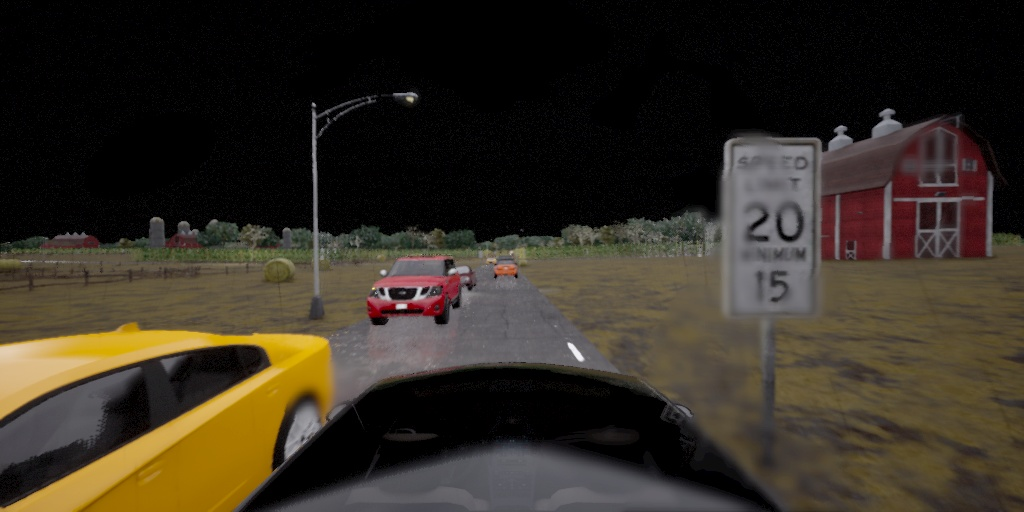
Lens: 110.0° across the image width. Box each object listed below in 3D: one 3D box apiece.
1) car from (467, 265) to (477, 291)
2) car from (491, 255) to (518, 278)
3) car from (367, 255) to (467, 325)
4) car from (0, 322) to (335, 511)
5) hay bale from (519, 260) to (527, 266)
[{"bbox_3d":[-3.224,1.287,22.145,1.812,1.442,4.674,-1,0,-1],"label":"car"},{"bbox_3d":[-0.553,1.054,33.095,2.097,1.767,4.553,-1,0,-1],"label":"car"},{"bbox_3d":[-3.037,0.996,12.358,2.150,2.045,5.566,-1,0,-2],"label":"car"},{"bbox_3d":[-2.815,1.264,1.833,1.882,1.535,5.008,-1,0,-1],"label":"car"},{"bbox_3d":[1.916,1.210,62.399,1.220,1.180,1.240,0,0,-1],"label":"hay bale"}]
